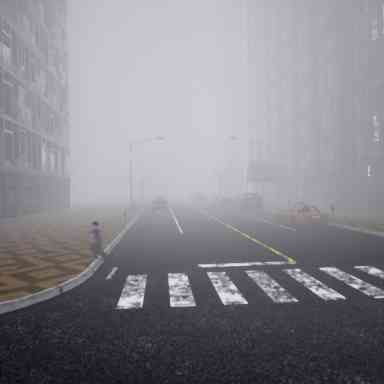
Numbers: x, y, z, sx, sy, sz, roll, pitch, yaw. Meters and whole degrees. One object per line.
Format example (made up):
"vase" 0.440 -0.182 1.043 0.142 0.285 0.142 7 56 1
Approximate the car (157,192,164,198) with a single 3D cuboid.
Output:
"car" -8.285 0.746 87.297 1.967 1.590 4.097 0 1 -5

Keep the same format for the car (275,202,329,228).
"car" 6.409 1.285 20.043 1.752 1.417 4.829 0 1 -5

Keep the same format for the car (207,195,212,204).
"car" 3.748 1.095 48.792 1.802 1.307 4.206 0 1 -5

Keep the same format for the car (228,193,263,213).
"car" 5.328 0.974 31.941 2.192 1.841 5.009 0 1 -5

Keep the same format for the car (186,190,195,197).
"car" -0.474 0.428 93.722 2.192 1.841 5.009 0 1 -5

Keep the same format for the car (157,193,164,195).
"car" -4.591 1.237 47.972 1.802 1.307 4.206 0 1 -5

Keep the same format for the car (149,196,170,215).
"car" -3.008 1.366 31.119 1.947 1.339 4.313 0 1 -5

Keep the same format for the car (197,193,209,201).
"car" 2.165 0.909 65.642 1.887 1.381 4.507 0 1 -5

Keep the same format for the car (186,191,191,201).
"car" 0.101 0.984 59.808 1.812 1.442 4.674 -1 1 -5

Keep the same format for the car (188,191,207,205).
"car" 1.081 1.041 49.407 2.128 1.511 4.902 -1 1 -5

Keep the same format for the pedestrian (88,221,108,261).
"pedestrian" -2.838 1.420 10.060 0.375 1.300 0.375 0 0 -5

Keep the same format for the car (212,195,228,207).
"car" 4.275 1.107 43.176 1.887 1.381 4.507 0 1 -5
